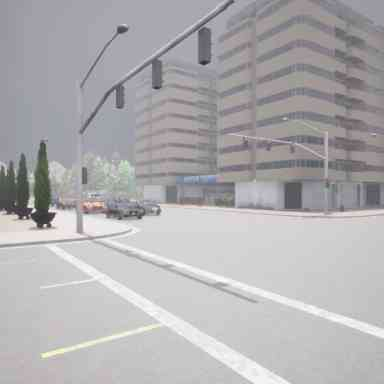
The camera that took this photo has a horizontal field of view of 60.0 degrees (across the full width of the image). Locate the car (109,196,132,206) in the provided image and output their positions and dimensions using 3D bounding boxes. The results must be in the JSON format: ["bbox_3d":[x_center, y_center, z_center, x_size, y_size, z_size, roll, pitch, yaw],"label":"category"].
[{"bbox_3d":[-12.163,1.491,56.145,2.128,1.511,4.902,0,0,-35],"label":"car"}]

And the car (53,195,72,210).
[{"bbox_3d":[-16.405,1.526,43.520,1.812,1.442,4.674,0,0,-35],"label":"car"}]

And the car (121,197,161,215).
[{"bbox_3d":[-4.834,1.492,32.975,2.128,1.511,4.902,0,0,-35],"label":"car"}]

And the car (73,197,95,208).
[{"bbox_3d":[-15.964,1.505,49.028,1.837,1.490,4.892,0,0,-34],"label":"car"}]

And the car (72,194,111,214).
[{"bbox_3d":[-10.767,1.352,35.386,2.097,1.767,4.553,0,0,-35],"label":"car"}]

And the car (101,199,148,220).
[{"bbox_3d":[-5.811,1.564,28.252,1.994,1.385,4.181,0,0,-35],"label":"car"}]

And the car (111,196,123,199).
[{"bbox_3d":[-10.078,1.505,40.532,1.837,1.490,4.892,0,0,-35],"label":"car"}]

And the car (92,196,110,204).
[{"bbox_3d":[-17.472,1.505,63.783,1.837,1.490,4.892,0,0,-34],"label":"car"}]
